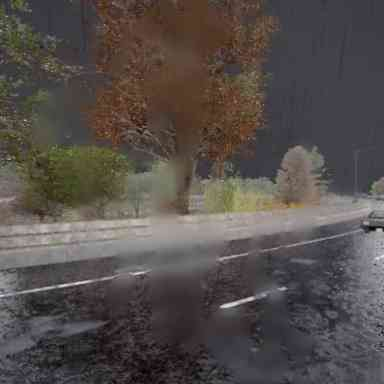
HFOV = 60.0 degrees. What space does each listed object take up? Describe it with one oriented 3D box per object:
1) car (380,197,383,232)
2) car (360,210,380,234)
[{"bbox_3d":[8.534,1.252,11.089,5.566,2.045,2.150,0,0,-42],"label":"car"},{"bbox_3d":[11.125,1.656,18.596,1.895,1.301,4.718,0,0,44],"label":"car"}]
